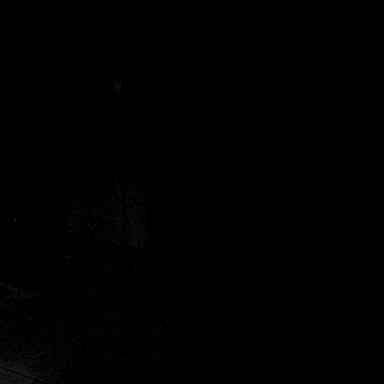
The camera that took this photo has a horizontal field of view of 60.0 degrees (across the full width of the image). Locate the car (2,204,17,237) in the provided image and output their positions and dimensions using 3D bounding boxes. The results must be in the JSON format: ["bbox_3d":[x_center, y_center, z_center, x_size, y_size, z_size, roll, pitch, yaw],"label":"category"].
[{"bbox_3d":[-7.040,1.269,16.915,2.097,1.767,4.553,0,0,25],"label":"car"}]
